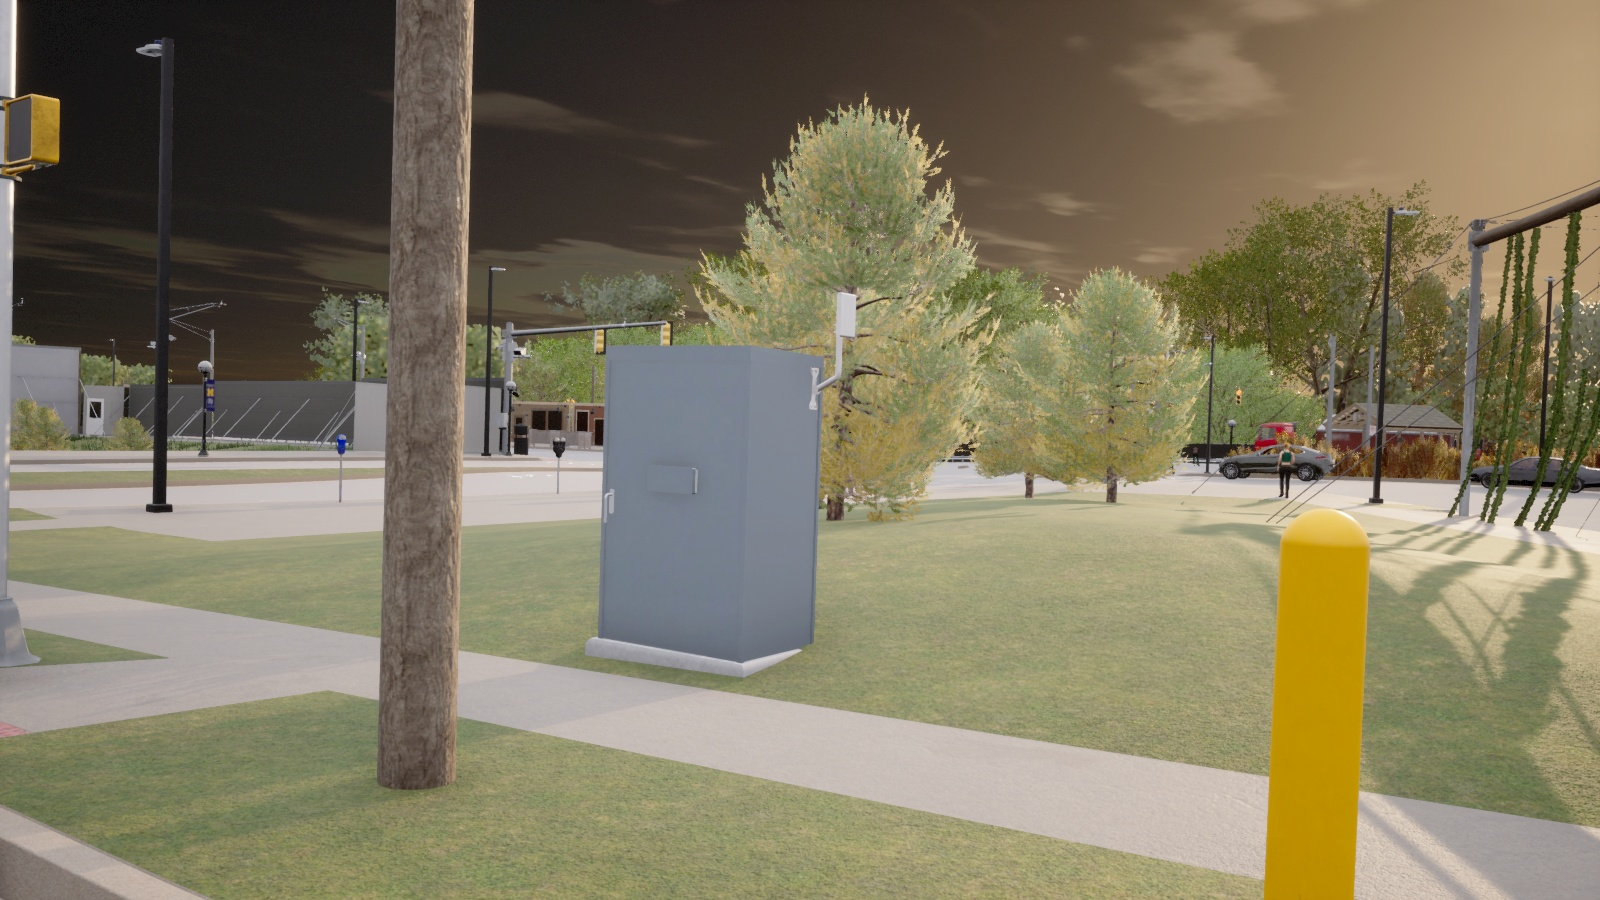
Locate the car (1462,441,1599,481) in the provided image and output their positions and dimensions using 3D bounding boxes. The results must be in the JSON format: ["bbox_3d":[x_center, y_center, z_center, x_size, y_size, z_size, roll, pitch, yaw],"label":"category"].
[{"bbox_3d":[30.597,0.424,52.044,5.357,1.411,2.033,2,3,34],"label":"car"}]

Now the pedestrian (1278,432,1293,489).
[{"bbox_3d":[15.841,0.340,40.945,0.345,1.836,0.594,1,2,15],"label":"pedestrian"}]

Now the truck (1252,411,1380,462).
[{"bbox_3d":[36.653,-0.945,89.326,7.936,3.462,2.891,0,1,36],"label":"truck"}]

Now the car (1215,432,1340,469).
[{"bbox_3d":[22.014,0.016,57.931,5.027,1.651,2.152,0,1,34],"label":"car"}]
